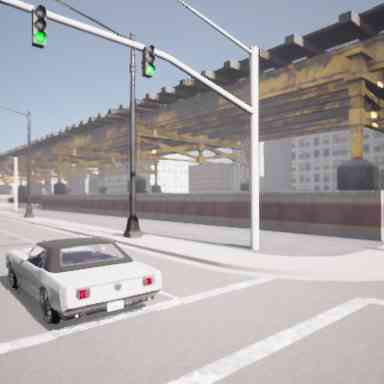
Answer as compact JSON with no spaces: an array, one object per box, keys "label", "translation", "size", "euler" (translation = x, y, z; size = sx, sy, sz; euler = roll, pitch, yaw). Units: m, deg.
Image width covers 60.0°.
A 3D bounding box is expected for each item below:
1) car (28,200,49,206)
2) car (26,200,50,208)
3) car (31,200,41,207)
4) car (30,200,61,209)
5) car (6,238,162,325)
[{"label":"car","translation":[-30.065,2.136,65.242],"size":[1.853,1.218,4.536],"euler":[0,-1,4]},{"label":"car","translation":[-30.068,2.293,65.188],"size":[2.038,1.542,4.974],"euler":[0,-1,4]},{"label":"car","translation":[-27.063,2.084,61.642],"size":[4.536,1.218,1.853],"euler":[0,-1,14]},{"label":"car","translation":[-27.113,2.242,61.652],"size":[4.974,1.542,2.038],"euler":[0,-1,14]},{"label":"car","translation":[-2.726,1.695,7.446],"size":[1.895,1.301,4.718],"euler":[0,-1,-40]}]
